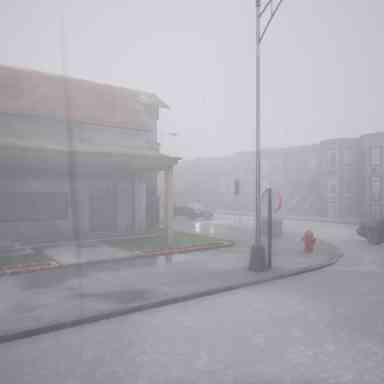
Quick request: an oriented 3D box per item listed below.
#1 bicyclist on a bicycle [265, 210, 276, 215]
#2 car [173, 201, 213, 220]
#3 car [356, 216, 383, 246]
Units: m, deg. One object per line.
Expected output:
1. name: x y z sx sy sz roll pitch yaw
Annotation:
1. bicyclist on a bicycle: 7.478 1.349 31.706 1.656 1.620 0.582 0 0 -36
2. car: -0.186 1.526 28.018 1.812 1.442 4.674 0 0 -36
3. car: 8.591 1.547 12.648 2.033 1.411 5.357 0 0 -8
